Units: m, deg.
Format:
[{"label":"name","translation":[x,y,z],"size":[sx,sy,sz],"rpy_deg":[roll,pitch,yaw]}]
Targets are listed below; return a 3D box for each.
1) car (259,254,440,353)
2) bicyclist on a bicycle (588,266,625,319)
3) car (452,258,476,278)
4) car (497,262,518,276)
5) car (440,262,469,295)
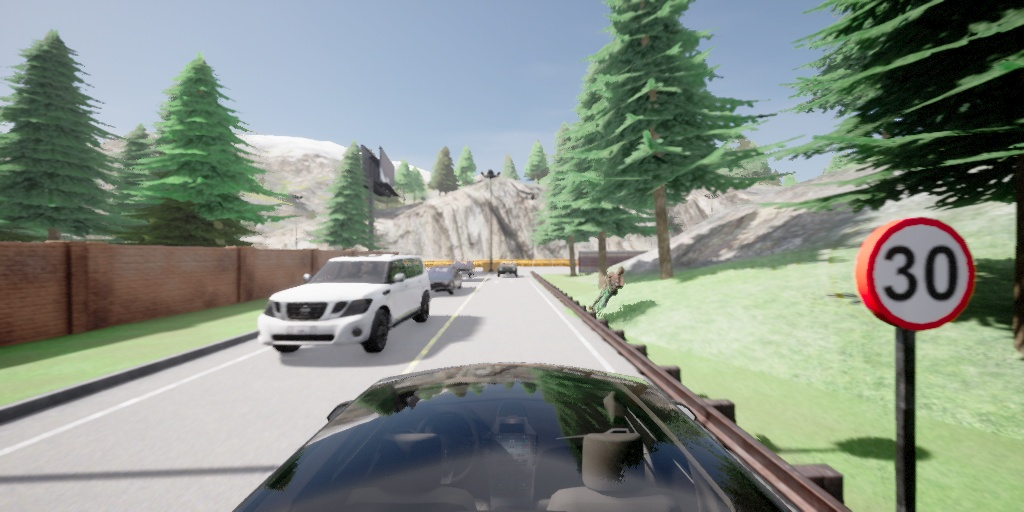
[{"label":"car","translation":[-3.677,0.972,9.212],"size":[2.150,2.045,5.566],"rpy_deg":[0,0,2]},{"label":"bicyclist on a bicycle","translation":[2.680,1.009,10.041],"size":[0.582,1.620,1.656],"rpy_deg":[29,-18,24]},{"label":"car","translation":[-3.931,0.879,28.507],"size":[2.033,1.411,5.357],"rpy_deg":[0,0,-1]},{"label":"car","translation":[-0.405,1.241,34.542],"size":[1.895,1.301,4.718],"rpy_deg":[0,0,0]},{"label":"car","translation":[-3.864,1.262,19.901],"size":[2.033,1.411,5.357],"rpy_deg":[0,0,-1]}]
